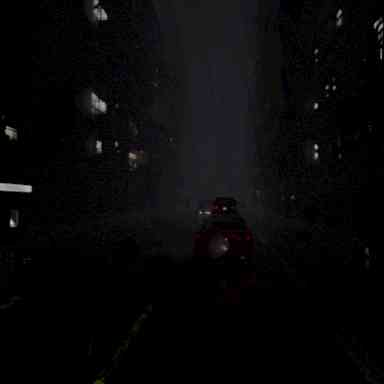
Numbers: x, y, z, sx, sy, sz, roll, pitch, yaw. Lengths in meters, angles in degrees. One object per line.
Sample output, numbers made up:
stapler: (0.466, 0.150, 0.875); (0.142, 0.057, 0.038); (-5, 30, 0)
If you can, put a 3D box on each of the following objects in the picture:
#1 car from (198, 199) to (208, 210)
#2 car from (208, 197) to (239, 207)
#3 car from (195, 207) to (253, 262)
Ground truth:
car: (1.906, 1.778, 48.893); (2.128, 1.511, 4.902); (0, 0, 6)
car: (2.822, 1.421, 28.601); (2.150, 2.045, 5.566); (1, 0, 6)
car: (1.224, 1.572, 12.642); (1.882, 1.535, 5.008); (1, 0, 6)
